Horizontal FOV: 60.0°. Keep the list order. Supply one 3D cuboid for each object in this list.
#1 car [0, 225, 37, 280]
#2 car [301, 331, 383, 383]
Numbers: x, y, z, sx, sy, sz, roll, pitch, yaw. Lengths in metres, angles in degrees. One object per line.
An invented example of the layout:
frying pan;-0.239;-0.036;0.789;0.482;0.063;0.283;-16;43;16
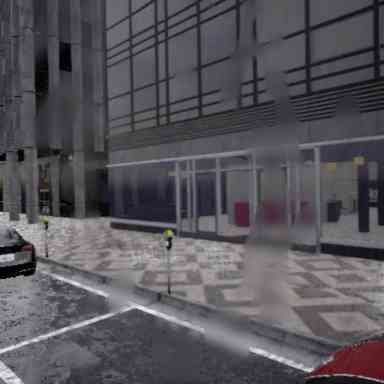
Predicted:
car;-5.805;1.586;9.131;4.313;1.339;1.947;-1;1;43
car;2.396;1.363;1.387;4.097;1.590;1.967;-1;1;43
